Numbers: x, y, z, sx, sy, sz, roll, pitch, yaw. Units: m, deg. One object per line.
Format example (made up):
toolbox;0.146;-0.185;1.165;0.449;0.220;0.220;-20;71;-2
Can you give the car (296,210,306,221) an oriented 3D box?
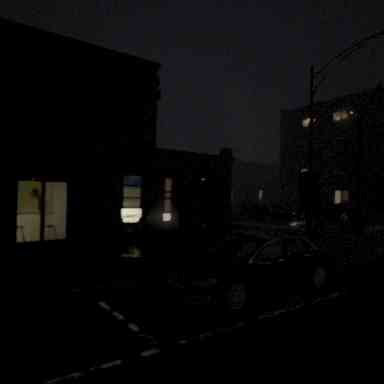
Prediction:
car;7.843;1.776;29.550;1.812;1.442;4.674;2;-1;-35

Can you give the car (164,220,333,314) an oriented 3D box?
car;1.453;1.581;7.591;4.403;1.369;2.008;0;1;-36

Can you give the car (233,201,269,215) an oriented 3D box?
car;7.178;1.915;40.780;1.967;1.590;4.097;1;-1;-35

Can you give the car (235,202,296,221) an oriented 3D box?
car;5.918;1.725;27.549;1.887;1.381;4.507;1;-1;-35

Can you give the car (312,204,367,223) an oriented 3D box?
car;12.298;1.774;28.542;1.882;1.535;5.008;2;-1;-33
